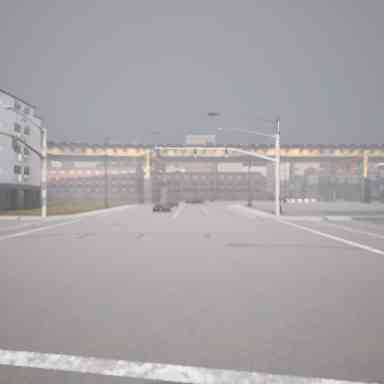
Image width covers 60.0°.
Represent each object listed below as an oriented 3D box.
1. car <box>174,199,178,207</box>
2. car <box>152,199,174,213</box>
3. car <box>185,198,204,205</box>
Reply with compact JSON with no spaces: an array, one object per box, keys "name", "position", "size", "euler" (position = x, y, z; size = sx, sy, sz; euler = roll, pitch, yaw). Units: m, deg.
[{"name":"car","position":[-3.445,1.876,56.253],"size":[1.994,1.385,4.181],"euler":[0,0,2]},{"name":"car","position":[-3.586,1.787,40.099],"size":[1.994,1.385,4.181],"euler":[0,0,0]},{"name":"car","position":[0.570,1.925,71.255],"size":[2.033,1.411,5.357],"euler":[0,0,31]}]
